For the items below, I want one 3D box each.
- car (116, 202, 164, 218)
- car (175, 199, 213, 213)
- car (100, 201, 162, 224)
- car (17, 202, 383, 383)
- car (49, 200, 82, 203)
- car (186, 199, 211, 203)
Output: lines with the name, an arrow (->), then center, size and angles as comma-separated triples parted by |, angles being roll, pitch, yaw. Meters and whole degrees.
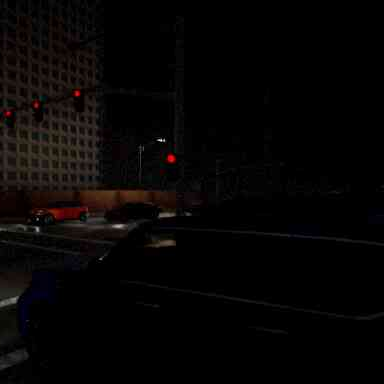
car -> -4.999, 1.700, 32.632 | 1.895, 1.301, 4.718 | 0, 0, 35
car -> 0.301, 1.590, 40.042 | 2.128, 1.511, 4.902 | 0, 0, 36
car -> -4.813, 1.570, 26.856 | 1.882, 1.535, 5.008 | 0, 0, 35
car -> 0.299, 1.223, 3.782 | 5.566, 2.045, 2.150 | 0, 0, 36
car -> -10.200, 1.452, 25.320 | 2.097, 1.767, 4.553 | 0, 0, 35
car -> 0.883, 1.640, 34.852 | 2.033, 1.411, 5.357 | 0, 0, 36
